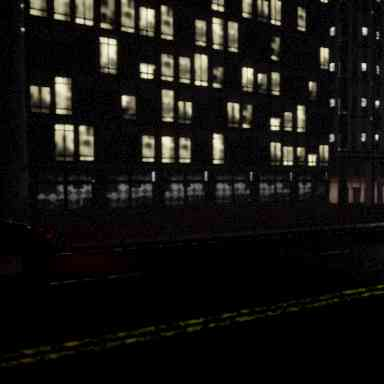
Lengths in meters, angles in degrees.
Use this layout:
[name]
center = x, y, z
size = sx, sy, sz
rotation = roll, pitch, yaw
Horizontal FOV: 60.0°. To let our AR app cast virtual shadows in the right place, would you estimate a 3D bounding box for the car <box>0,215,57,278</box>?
[car]
center = -5.936, 1.233, 7.973
size = 5.008, 1.535, 1.882
rotation = 0, 1, -25
